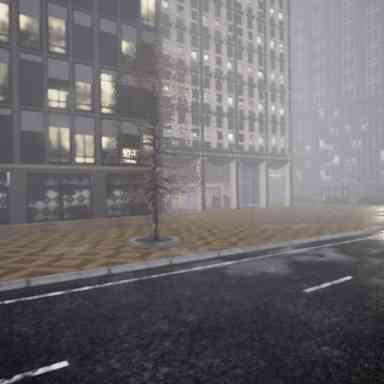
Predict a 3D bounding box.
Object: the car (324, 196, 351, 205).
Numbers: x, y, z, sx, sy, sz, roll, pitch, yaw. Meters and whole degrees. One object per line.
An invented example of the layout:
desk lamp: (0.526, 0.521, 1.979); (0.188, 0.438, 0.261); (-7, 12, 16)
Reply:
car: (22.685, 1.287, 51.962); (1.802, 1.307, 4.206); (-1, 1, -36)

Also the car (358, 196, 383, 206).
car: (25.984, 1.310, 47.332); (1.947, 1.339, 4.313); (-1, 1, -36)

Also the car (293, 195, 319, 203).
car: (19.419, 1.230, 56.614); (1.947, 1.339, 4.313); (-1, 1, -36)

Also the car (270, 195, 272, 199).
car: (16.333, 0.963, 75.381); (1.802, 1.307, 4.206); (-1, 1, -36)

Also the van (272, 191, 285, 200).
van: (19.645, 0.762, 70.760); (1.690, 1.788, 3.998); (-1, 1, -36)
